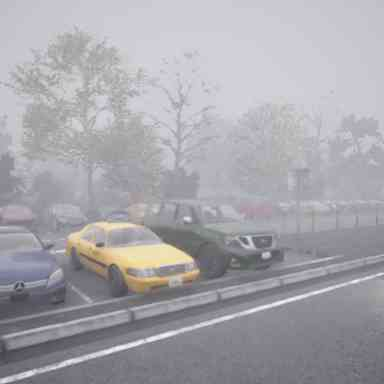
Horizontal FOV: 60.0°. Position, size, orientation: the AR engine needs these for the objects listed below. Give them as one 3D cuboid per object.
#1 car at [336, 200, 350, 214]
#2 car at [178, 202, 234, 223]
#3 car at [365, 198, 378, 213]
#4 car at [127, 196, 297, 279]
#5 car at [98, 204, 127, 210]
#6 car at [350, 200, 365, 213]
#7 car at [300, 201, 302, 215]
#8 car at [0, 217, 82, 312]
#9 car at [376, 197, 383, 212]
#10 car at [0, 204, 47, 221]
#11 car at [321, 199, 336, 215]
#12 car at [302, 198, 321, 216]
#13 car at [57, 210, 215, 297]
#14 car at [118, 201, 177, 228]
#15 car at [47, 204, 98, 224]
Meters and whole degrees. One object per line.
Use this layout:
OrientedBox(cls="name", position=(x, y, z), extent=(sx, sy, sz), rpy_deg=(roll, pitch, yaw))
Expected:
OrientedBox(cls="car", position=(14.563, 1.532, 37.089), extent=(2.185, 1.767, 4.553), rpy_deg=(0, 0, -36))
OrientedBox(cls="car", position=(1.040, 1.604, 27.369), extent=(2.163, 1.488, 4.792), rpy_deg=(0, 0, -36))
OrientedBox(cls="car", position=(19.104, 1.688, 40.281), extent=(2.231, 1.521, 4.892), rpy_deg=(0, 0, -36))
OrientedBox(cls="car", position=(0.306, 1.273, 10.780), extent=(2.435, 2.045, 5.566), rpy_deg=(0, 0, -35))
OrientedBox(cls="car", position=(-5.773, 1.564, 22.581), extent=(2.163, 1.488, 4.792), rpy_deg=(0, 0, -35))
OrientedBox(cls="car", position=(16.838, 1.672, 38.679), extent=(2.097, 1.535, 5.008), rpy_deg=(0, 0, -36))
OrientedBox(cls="car", position=(7.803, 1.655, 32.224), extent=(2.002, 1.452, 4.674), rpy_deg=(0, 0, -35))
OrientedBox(cls="car", position=(-4.278, 1.538, 7.548), extent=(2.002, 1.452, 4.674), rpy_deg=(0, 0, -35))
OrientedBox(cls="car", position=(21.342, 1.731, 41.921), extent=(2.163, 1.488, 4.792), rpy_deg=(0, 0, -35))
OrientedBox(cls="car", position=(-10.278, 1.507, 19.338), extent=(2.097, 1.535, 5.008), rpy_deg=(0, 0, -35))
OrientedBox(cls="car", position=(12.323, 1.683, 35.449), extent=(2.002, 1.452, 4.674), rpy_deg=(0, 0, -36))
OrientedBox(cls="car", position=(10.065, 1.629, 33.835), extent=(2.097, 1.535, 5.008), rpy_deg=(0, 0, -36))
OrientedBox(cls="car", position=(-1.887, 1.508, 9.023), extent=(1.946, 1.575, 5.366), rpy_deg=(0, 0, -35))
OrientedBox(cls="car", position=(-3.389, 1.545, 24.017), extent=(1.946, 1.575, 5.366), rpy_deg=(0, 0, -35))
OrientedBox(cls="car", position=(-8.019, 1.522, 20.951), extent=(2.231, 1.521, 4.892), rpy_deg=(0, 0, -36))
